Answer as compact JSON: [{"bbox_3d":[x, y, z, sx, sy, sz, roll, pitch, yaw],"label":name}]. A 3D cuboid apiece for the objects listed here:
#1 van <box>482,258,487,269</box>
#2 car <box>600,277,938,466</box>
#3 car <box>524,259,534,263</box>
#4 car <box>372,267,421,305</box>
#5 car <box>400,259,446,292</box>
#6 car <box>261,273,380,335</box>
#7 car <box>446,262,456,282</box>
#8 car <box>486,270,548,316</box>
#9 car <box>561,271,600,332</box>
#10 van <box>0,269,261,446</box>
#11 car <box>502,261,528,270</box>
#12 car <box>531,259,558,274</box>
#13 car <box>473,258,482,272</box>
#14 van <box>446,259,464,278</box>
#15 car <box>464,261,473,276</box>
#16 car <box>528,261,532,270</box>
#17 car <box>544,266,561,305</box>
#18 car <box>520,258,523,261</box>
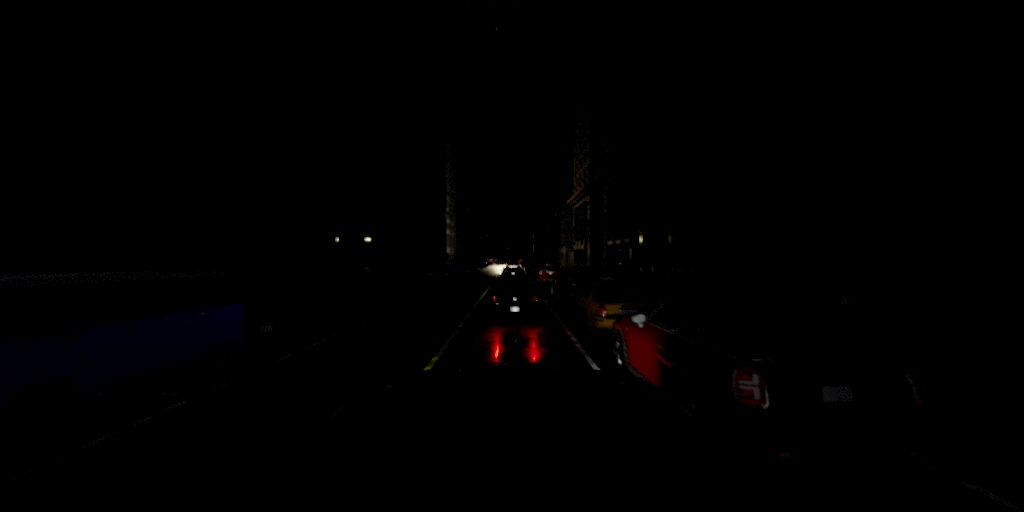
[{"bbox_3d":[-5.768,1.294,61.330,1.690,1.789,3.998,0,0,0],"label":"van"},{"bbox_3d":[2.762,1.201,4.976,1.967,1.591,4.097,0,0,0],"label":"car"},{"bbox_3d":[2.759,1.190,38.794,2.192,1.841,5.009,0,0,0],"label":"car"},{"bbox_3d":[-5.764,1.365,16.237,1.948,1.339,4.313,0,0,0],"label":"car"},{"bbox_3d":[-5.764,1.133,21.873,2.192,1.841,5.009,0,0,0],"label":"car"},{"bbox_3d":[-5.763,1.346,10.600,1.948,1.339,4.313,0,0,0],"label":"car"},{"bbox_3d":[-5.765,1.383,27.510,1.888,1.381,4.507,0,0,0],"label":"car"},{"bbox_3d":[0.099,1.391,13.499,1.895,1.301,4.718,0,0,0],"label":"car"},{"bbox_3d":[2.762,1.305,10.782,1.751,1.417,4.829,0,0,0],"label":"car"},{"bbox_3d":[-5.763,1.102,4.963,1.690,1.789,3.998,0,0,0],"label":"van"},{"bbox_3d":[0.098,1.415,31.495,1.994,1.385,4.181,0,0,0],"label":"car"},{"bbox_3d":[2.760,1.277,27.520,1.967,1.591,4.097,0,0,0],"label":"car"},{"bbox_3d":[-5.767,1.354,50.057,1.967,1.591,4.097,0,0,0],"label":"car"},{"bbox_3d":[-5.766,1.197,33.147,1.690,1.789,3.998,0,0,0],"label":"van"},{"bbox_3d":[-5.766,1.316,38.784,1.967,1.591,4.097,0,0,0],"label":"car"},{"bbox_3d":[2.760,1.422,33.157,1.948,1.339,4.313,0,0,0],"label":"car"},{"bbox_3d":[2.761,1.349,16.248,2.007,1.370,4.403,0,0,0],"label":"car"},{"bbox_3d":[2.757,1.393,61.338,1.967,1.591,4.097,0,0,0],"label":"car"}]
